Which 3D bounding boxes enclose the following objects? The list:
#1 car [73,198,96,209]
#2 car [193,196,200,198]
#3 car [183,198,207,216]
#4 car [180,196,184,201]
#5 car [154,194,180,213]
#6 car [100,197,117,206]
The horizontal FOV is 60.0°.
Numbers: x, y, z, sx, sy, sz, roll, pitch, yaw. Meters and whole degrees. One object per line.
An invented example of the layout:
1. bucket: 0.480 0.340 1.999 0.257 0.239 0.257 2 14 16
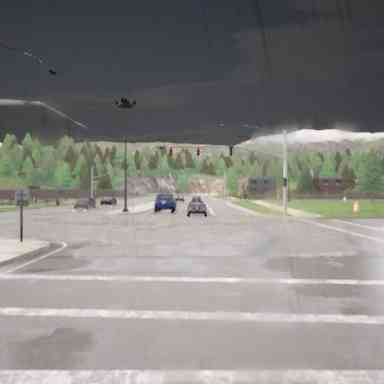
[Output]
1. car: -14.493 1.538 45.256 1.837 1.490 4.892 0 0 1
2. car: 0.952 1.437 69.910 1.994 1.385 4.181 0 0 1
3. car: 0.503 1.572 33.068 2.033 1.411 5.357 0 0 1
4. car: -2.547 1.480 69.989 1.895 1.301 4.718 0 0 1
5. car: -2.931 1.249 37.518 2.150 2.045 5.566 0 0 1
6. car: -14.298 1.519 56.980 1.882 1.535 5.008 0 0 1
